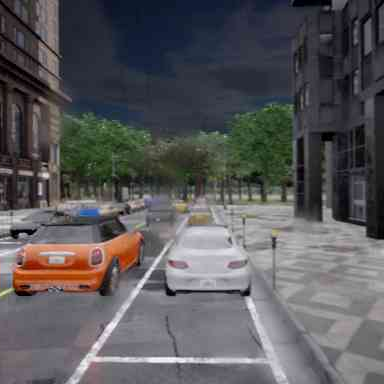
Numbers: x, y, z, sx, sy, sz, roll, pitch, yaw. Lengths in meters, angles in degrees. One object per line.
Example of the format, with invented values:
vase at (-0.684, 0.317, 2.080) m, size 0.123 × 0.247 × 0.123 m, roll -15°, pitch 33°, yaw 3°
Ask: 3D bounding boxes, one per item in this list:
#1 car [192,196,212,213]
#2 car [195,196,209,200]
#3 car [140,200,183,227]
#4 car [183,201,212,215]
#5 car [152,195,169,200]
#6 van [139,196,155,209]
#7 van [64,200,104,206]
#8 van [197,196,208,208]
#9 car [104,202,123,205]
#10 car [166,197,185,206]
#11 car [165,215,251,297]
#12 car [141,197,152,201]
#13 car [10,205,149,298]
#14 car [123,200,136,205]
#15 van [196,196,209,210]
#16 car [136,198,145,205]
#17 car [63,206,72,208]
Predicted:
car at (1.203, 1.452, 39.794) m, size 2.192 × 1.841 × 5.009 m, roll -1°, pitch 0°, yaw 2°
car at (0.995, 1.558, 34.360) m, size 1.967 × 1.590 × 4.097 m, roll -1°, pitch 0°, yaw 2°
car at (-2.070, 1.595, 23.842) m, size 2.128 × 1.511 × 4.902 m, roll -1°, pitch 0°, yaw 2°
car at (0.585, 1.606, 23.662) m, size 1.752 × 1.417 × 4.829 m, roll -1°, pitch 0°, yaw 2°
car at (-4.302, 1.441, 46.892) m, size 2.150 × 2.045 × 5.566 m, roll -1°, pitch -1°, yaw 3°
van at (-6.897, 1.595, 50.989) m, size 1.690 × 1.788 × 3.998 m, roll -1°, pitch 0°, yaw 2°
van at (-7.942, 1.498, 23.821) m, size 1.690 × 1.788 × 3.998 m, roll -1°, pitch 0°, yaw 2°
van at (1.622, 1.518, 50.661) m, size 1.690 × 1.788 × 3.998 m, roll -1°, pitch 0°, yaw 2°
car at (-7.738, 1.700, 29.084) m, size 1.752 × 1.417 × 4.829 m, roll -1°, pitch 0°, yaw 2°
car at (-1.563, 1.618, 39.654) m, size 1.801 × 1.575 × 5.366 m, roll -1°, pitch 0°, yaw 2°
car at (0.391, 1.552, 8.565) m, size 1.812 × 1.442 × 4.674 m, roll -1°, pitch 0°, yaw 2°
car at (-7.105, 1.674, 45.554) m, size 1.967 × 1.590 × 4.097 m, roll -1°, pitch 0°, yaw 2°
car at (-2.650, 1.407, 8.870) m, size 2.097 × 1.767 × 4.553 m, roll -1°, pitch 0°, yaw 2°
car at (-7.522, 1.760, 34.687) m, size 1.947 × 1.339 × 4.313 m, roll -1°, pitch 0°, yaw 2°
van at (1.413, 1.498, 45.227) m, size 1.690 × 1.788 × 3.998 m, roll -1°, pitch 0°, yaw 2°
car at (-7.320, 1.739, 39.951) m, size 1.752 × 1.417 × 4.829 m, roll -1°, pitch 0°, yaw 2°
car at (-8.149, 1.704, 18.386) m, size 1.947 × 1.339 × 4.313 m, roll -1°, pitch 0°, yaw 2°
